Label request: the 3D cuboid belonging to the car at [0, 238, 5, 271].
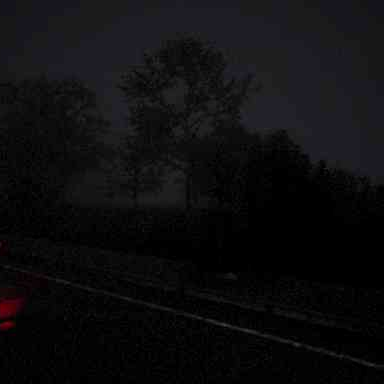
[{"bbox_3d":[-7.056,1.480,9.062,5.008,1.535,1.882,0,0,36],"label":"car"}]
